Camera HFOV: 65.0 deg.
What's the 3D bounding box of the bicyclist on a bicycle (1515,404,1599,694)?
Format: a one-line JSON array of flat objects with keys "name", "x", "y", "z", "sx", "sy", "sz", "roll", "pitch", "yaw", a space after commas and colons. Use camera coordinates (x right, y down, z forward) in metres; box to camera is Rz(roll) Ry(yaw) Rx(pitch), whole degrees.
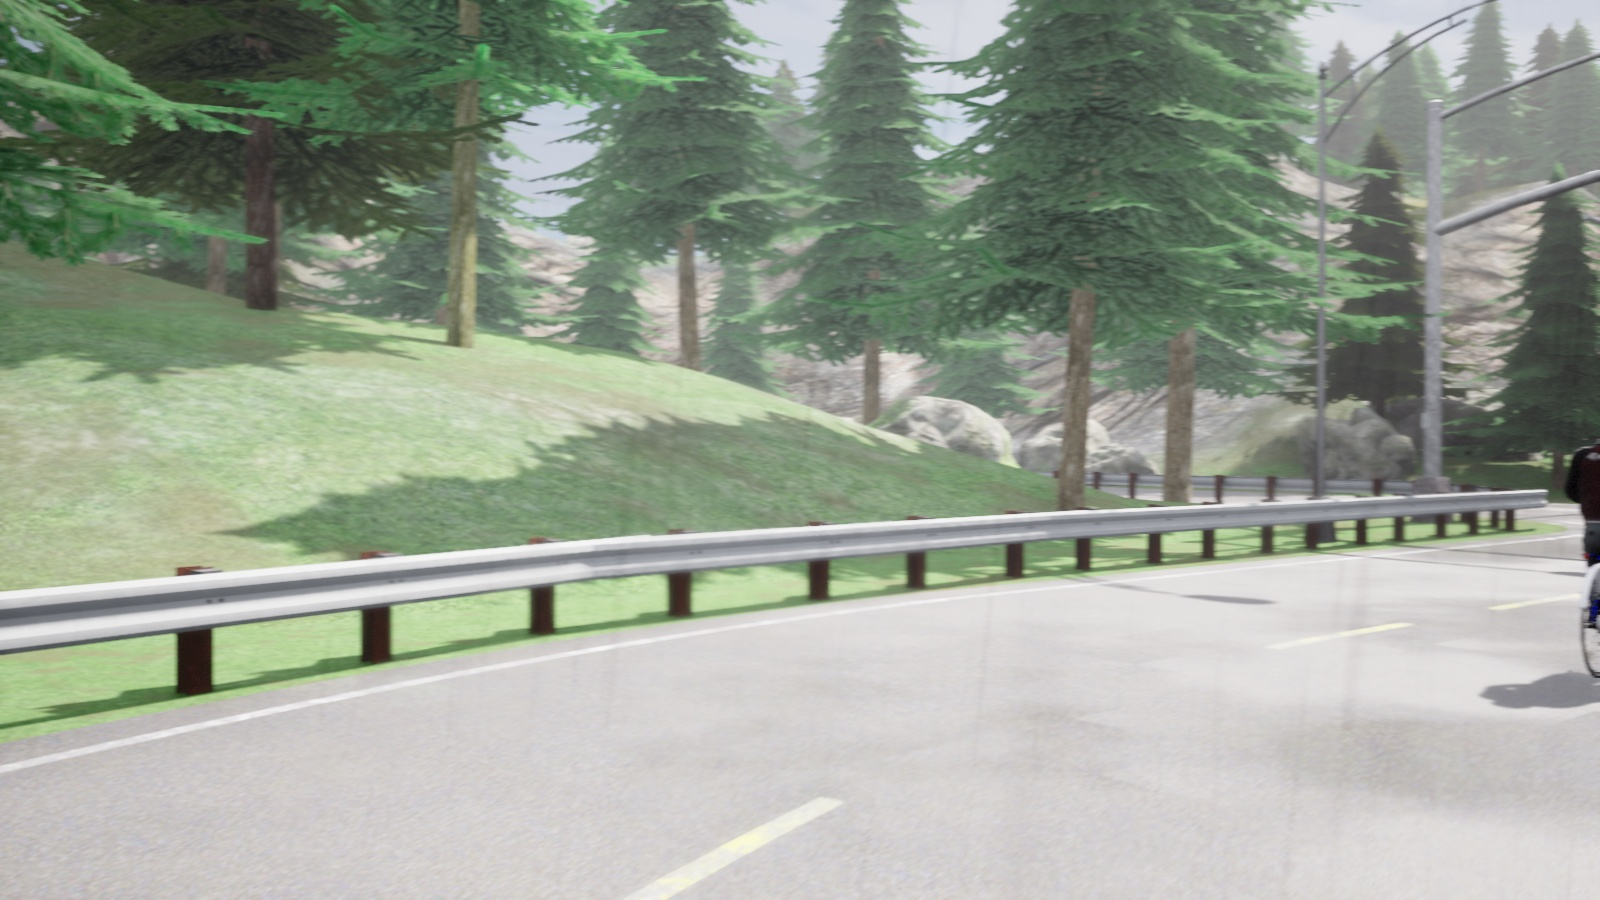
[{"name": "bicyclist on a bicycle", "x": 5.477, "y": 0.603, "z": 8.418, "sx": 1.843, "sy": 1.776, "sz": 0.659, "roll": 0, "pitch": 1, "yaw": -43}]
